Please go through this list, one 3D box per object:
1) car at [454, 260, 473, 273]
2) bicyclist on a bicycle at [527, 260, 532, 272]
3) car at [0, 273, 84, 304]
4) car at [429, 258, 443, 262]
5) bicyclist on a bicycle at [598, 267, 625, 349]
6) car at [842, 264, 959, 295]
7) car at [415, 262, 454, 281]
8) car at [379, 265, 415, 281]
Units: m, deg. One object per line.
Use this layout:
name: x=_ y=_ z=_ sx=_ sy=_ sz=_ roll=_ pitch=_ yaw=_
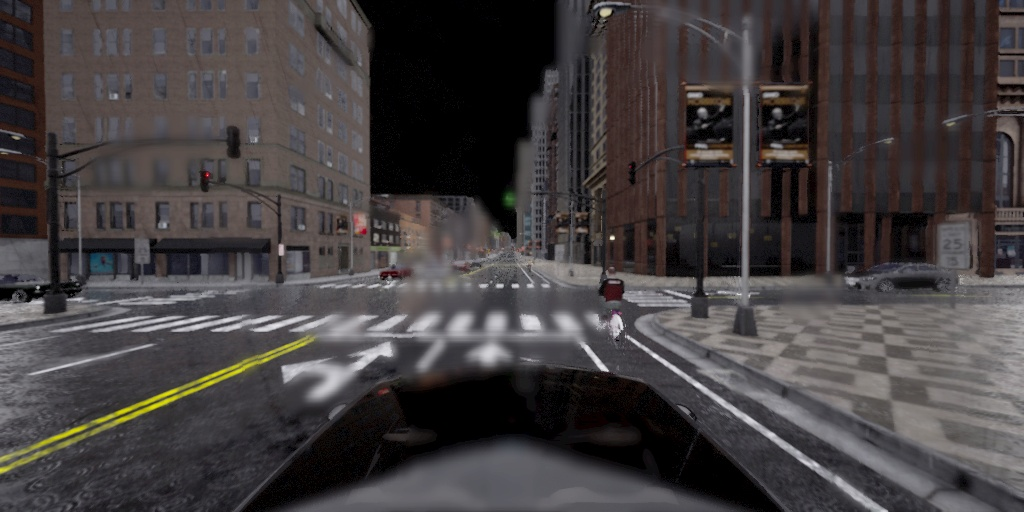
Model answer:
car: x=-6.596 y=1.312 z=46.657 sx=1.882 sy=1.535 sz=5.008 roll=0 pitch=0 yaw=0
bicyclist on a bicycle: x=2.246 y=1.270 z=46.214 sx=0.866 sy=1.612 sz=1.509 roll=0 pitch=0 yaw=0
car: x=-23.131 y=1.467 z=16.621 sx=4.718 sy=1.301 sz=1.895 roll=0 pitch=1 yaw=0
car: x=-9.847 y=1.188 z=45.942 sx=2.097 sy=1.767 sz=4.553 roll=0 pitch=0 yaw=0
bicyclist on a bicycle: x=2.252 y=1.130 z=8.277 sx=0.659 sy=1.776 sz=1.843 roll=0 pitch=0 yaw=0
car: x=20.077 y=1.146 z=18.662 sx=4.902 sy=1.511 sz=2.128 roll=0 pitch=1 yaw=0
car: x=-6.604 y=1.405 z=31.100 sx=1.895 sy=1.301 sz=4.718 roll=0 pitch=0 yaw=0
car: x=-9.854 y=1.405 z=31.108 sx=1.895 sy=1.301 sz=4.718 roll=0 pitch=0 yaw=0
